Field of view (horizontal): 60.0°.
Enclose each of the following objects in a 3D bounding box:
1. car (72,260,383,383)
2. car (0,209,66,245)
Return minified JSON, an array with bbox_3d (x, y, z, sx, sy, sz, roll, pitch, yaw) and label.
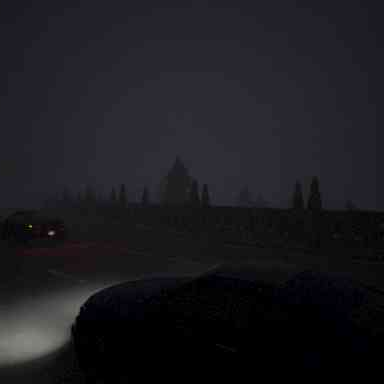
[{"bbox_3d":[0.598,1.534,3.751,4.674,1.442,1.812,0,0,37],"label":"car"},{"bbox_3d":[-7.539,1.540,15.670,1.812,1.442,4.674,0,0,-44],"label":"car"}]
